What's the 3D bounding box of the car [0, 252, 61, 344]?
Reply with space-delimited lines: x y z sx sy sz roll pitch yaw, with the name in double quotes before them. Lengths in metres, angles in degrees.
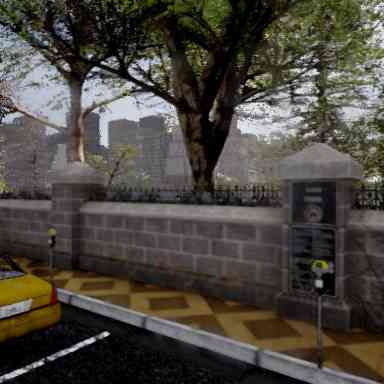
"car" -4.232 1.504 5.720 4.829 1.417 1.752 0 0 35
